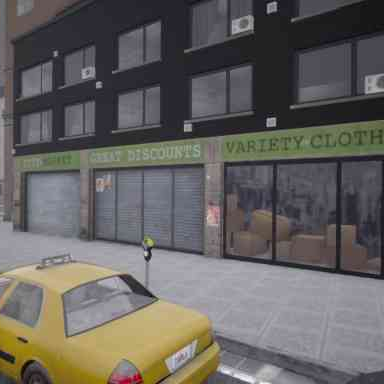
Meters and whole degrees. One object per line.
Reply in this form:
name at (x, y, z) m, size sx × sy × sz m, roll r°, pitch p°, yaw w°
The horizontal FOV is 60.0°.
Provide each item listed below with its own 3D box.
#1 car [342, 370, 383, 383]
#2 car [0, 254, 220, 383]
car at (2.713, 1.551, 1.159) m, size 4.403 × 1.369 × 2.008 m, roll 0°, pitch 1°, yaw 35°
car at (-1.979, 1.525, 4.494) m, size 4.829 × 1.417 × 1.752 m, roll 0°, pitch 1°, yaw 35°
